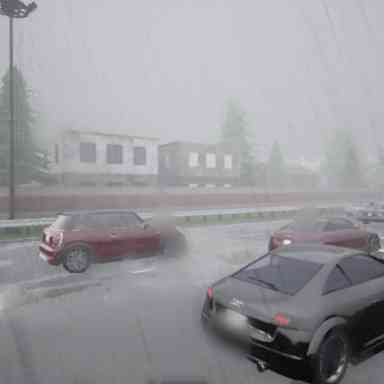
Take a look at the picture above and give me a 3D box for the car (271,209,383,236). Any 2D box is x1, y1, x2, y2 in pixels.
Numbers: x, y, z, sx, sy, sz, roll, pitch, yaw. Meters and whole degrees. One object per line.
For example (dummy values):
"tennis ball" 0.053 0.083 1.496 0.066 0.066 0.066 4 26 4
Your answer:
"car" 4.550 1.493 11.295 4.181 1.385 1.994 0 0 -36

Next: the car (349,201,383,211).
"car" 12.710 1.389 21.418 5.357 1.411 2.033 0 0 -36

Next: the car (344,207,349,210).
"car" 14.419 1.411 26.937 4.718 1.301 1.895 0 0 -36

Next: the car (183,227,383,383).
"car" 2.191 1.531 5.311 4.181 1.385 1.994 0 0 -36

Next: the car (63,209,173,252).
"car" -3.139 1.524 14.406 4.181 1.385 1.994 0 0 -36

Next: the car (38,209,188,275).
"car" -2.352 1.323 10.667 4.553 1.767 2.097 0 0 -36
